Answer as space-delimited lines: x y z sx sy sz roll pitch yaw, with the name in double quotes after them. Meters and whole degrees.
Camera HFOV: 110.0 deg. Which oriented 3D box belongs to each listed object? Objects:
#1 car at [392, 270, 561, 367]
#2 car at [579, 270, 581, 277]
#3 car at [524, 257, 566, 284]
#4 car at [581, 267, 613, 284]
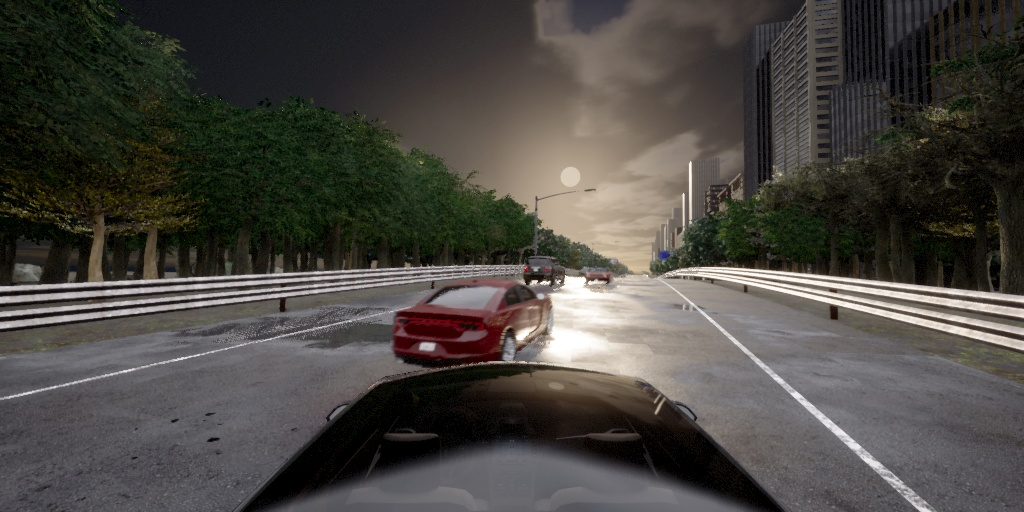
-0.450 1.232 7.761 1.882 1.535 5.008 0 0 19 "car"
10.378 2.243 48.912 1.994 1.385 4.181 0 -3 19 "car"
2.512 1.106 26.649 2.150 2.045 5.566 0 -1 19 "car"
7.205 1.584 29.424 1.895 1.301 4.718 0 -1 19 "car"
